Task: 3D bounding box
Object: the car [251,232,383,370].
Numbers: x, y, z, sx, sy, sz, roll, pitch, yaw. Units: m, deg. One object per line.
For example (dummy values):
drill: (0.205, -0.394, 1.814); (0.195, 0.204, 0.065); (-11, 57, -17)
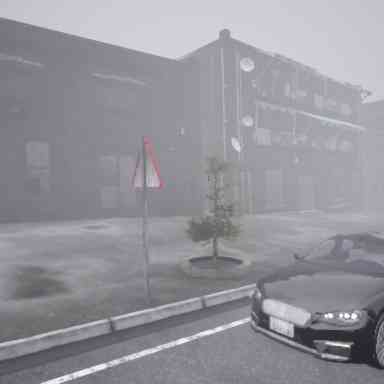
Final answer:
car: (3.106, 1.513, 5.837); (4.902, 1.511, 2.128); (1, 0, -38)
